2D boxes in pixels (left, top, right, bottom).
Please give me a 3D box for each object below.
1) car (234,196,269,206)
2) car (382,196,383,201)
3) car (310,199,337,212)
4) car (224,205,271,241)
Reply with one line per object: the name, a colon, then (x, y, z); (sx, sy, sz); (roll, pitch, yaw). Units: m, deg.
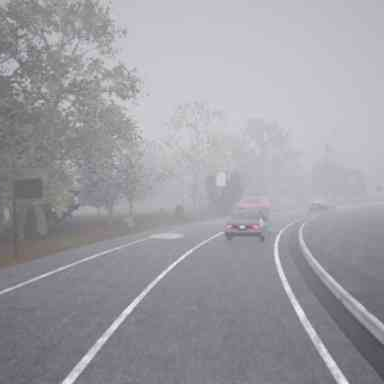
car: (5.624, 1.465, 31.489); (2.150, 2.045, 5.566); (-3, -2, 31)
car: (36.083, 0.796, 59.996); (4.674, 1.442, 1.812); (-4, -2, -34)
car: (15.276, 1.554, 38.883); (1.812, 1.442, 4.674); (-5, -3, 40)
car: (2.990, 1.616, 17.178); (2.033, 1.411, 5.357); (-1, -1, 18)
